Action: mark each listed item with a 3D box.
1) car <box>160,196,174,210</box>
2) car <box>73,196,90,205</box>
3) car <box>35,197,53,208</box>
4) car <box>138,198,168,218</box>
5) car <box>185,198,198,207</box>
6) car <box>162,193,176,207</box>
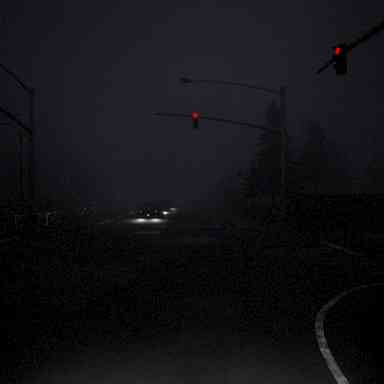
[{"bbox_3d":[-3.688,1.547,40.626,2.033,1.411,5.357,0,0,0],"label":"car"},{"bbox_3d":[-17.578,1.374,52.955,1.845,1.501,3.633,0,0,0],"label":"car"},{"bbox_3d":[-20.614,1.384,45.557,1.970,1.475,3.806,0,0,0],"label":"car"},{"bbox_3d":[-3.671,1.547,30.521,2.033,1.411,5.357,0,0,0],"label":"car"},{"bbox_3d":[-0.118,1.601,51.173,1.895,1.301,4.718,0,0,0],"label":"car"},{"bbox_3d":[-3.659,1.221,50.979,2.150,2.045,5.566,0,0,-2],"label":"car"}]
